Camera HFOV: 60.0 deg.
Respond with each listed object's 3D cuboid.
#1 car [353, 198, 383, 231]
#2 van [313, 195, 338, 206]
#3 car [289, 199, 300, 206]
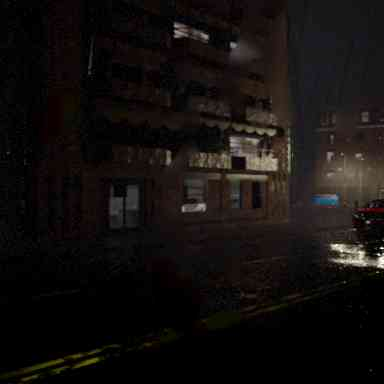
[{"bbox_3d":[12.390,1.426,20.970,5.566,2.045,2.150,1,-1,-37],"label":"car"},{"bbox_3d":[22.601,1.364,56.123,3.998,1.788,1.690,1,-1,22],"label":"van"},{"bbox_3d":[14.185,1.496,50.430,4.206,1.307,1.802,1,-1,22],"label":"car"}]
